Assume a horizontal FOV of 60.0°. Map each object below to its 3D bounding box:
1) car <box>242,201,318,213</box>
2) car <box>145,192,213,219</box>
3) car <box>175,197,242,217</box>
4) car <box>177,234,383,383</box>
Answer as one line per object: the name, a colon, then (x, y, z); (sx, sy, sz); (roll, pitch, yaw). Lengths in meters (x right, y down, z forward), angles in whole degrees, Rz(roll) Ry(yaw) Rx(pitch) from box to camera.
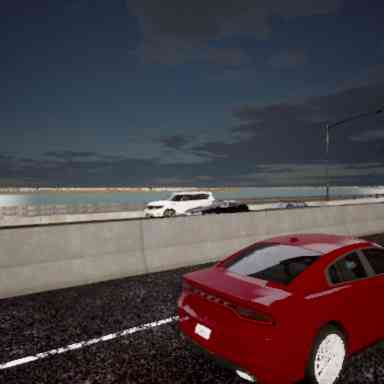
car: (6.019, 1.294, 21.023); (5.357, 1.411, 2.033); (-1, 1, -35)
car: (-0.733, 1.020, 24.844); (5.566, 2.045, 2.150); (-1, 1, -35)
car: (1.717, 1.280, 22.278); (4.902, 1.511, 2.128); (-1, 1, -34)
car: (2.140, 1.408, 5.237); (5.008, 1.535, 1.882); (-1, 1, -35)
